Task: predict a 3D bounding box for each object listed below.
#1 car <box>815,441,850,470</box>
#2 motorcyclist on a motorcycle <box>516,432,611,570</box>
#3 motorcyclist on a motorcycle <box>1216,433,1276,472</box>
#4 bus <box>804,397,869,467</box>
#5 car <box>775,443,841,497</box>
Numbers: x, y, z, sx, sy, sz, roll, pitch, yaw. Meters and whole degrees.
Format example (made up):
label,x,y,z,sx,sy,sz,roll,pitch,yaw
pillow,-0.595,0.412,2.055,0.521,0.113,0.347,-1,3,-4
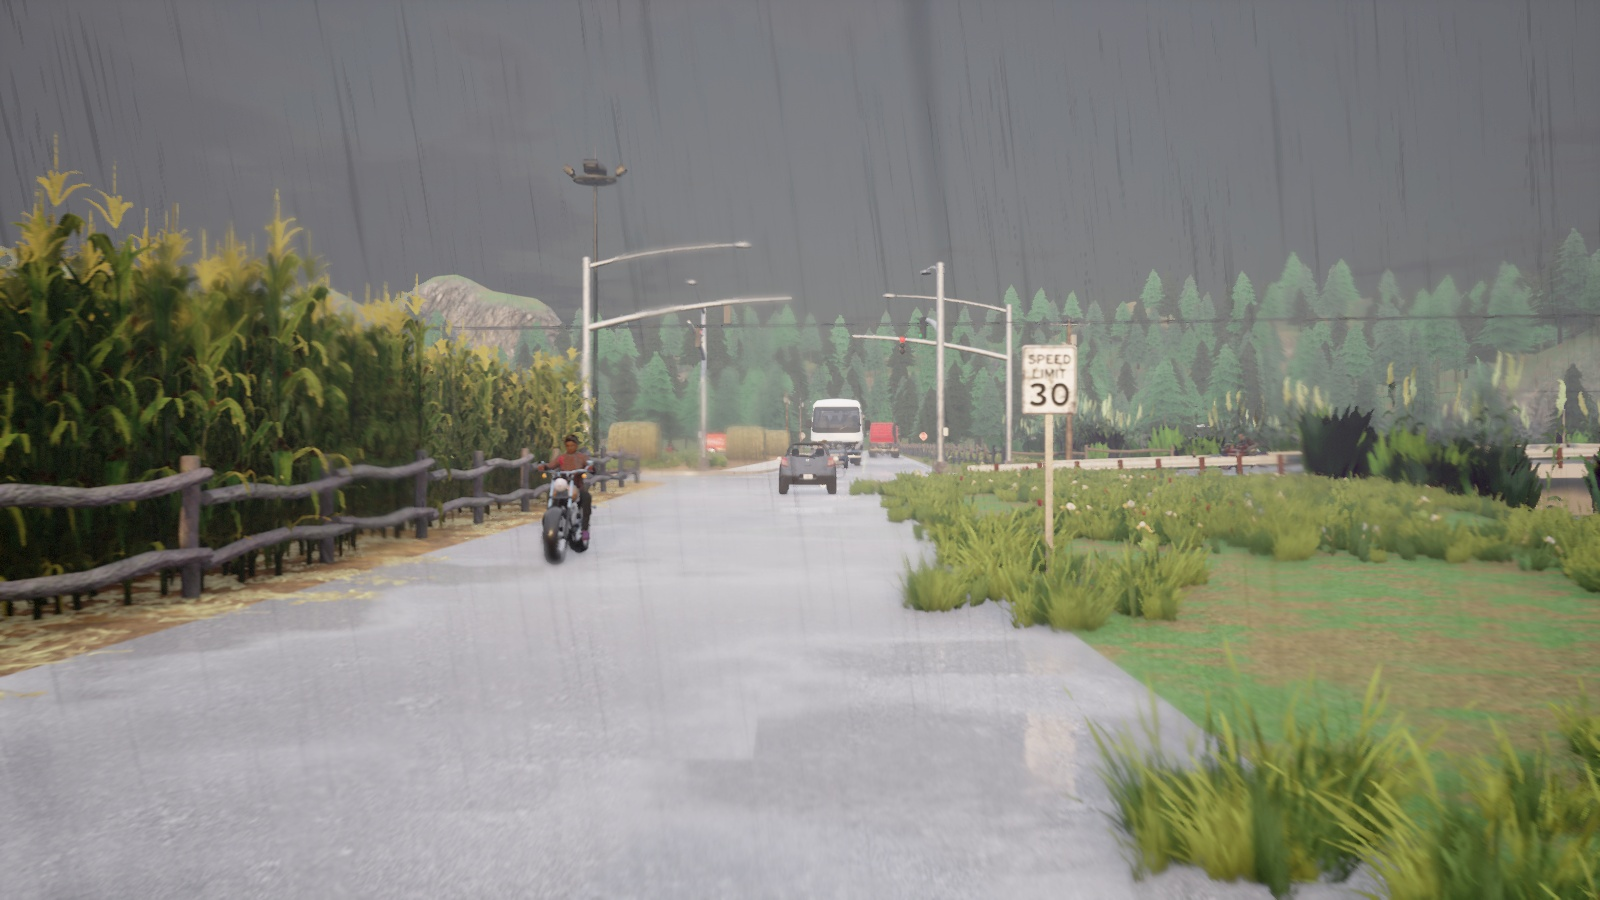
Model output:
label,x,y,z,sx,sy,sz,roll,pitch,yaw
car,1.834,0.283,69.824,1.789,1.549,3.705,0,0,3
motorcyclist on a motorcycle,-2.993,0.600,16.143,0.766,1.649,2.350,0,1,0
motorcyclist on a motorcycle,18.739,0.117,52.803,2.191,1.530,0.866,-3,0,6
bus,2.498,-1.143,82.104,3.944,4.253,10.273,0,0,3
car,0.226,0.544,37.010,1.845,1.501,3.633,0,0,0
